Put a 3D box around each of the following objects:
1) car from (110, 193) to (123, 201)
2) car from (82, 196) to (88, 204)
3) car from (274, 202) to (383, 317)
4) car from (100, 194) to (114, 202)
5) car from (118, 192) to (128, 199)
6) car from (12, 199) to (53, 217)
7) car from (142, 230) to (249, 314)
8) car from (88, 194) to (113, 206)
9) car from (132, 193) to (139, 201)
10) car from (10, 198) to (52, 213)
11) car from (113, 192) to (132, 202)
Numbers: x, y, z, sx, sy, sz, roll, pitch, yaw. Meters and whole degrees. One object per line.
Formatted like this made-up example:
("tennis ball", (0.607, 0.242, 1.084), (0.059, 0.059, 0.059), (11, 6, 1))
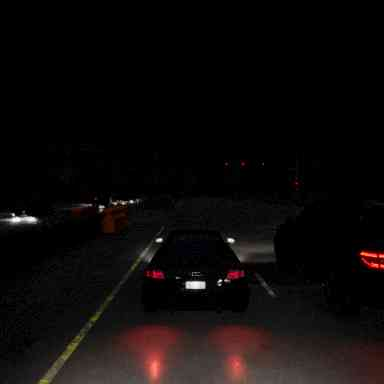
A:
("car", (-17.892, 1.077, 78.988), (2.097, 1.767, 4.553), (0, 0, 0))
("car", (-17.843, 1.358, 59.149), (2.033, 1.411, 5.357), (0, 0, 0))
("car", (3.591, 1.221, 7.627), (2.150, 2.045, 5.566), (0, 0, -2))
("car", (-17.836, 1.262, 69.868), (1.837, 1.490, 4.892), (0, 0, 0))
("car", (-18.597, 0.900, 89.635), (2.150, 2.045, 5.566), (0, 0, -7))
("car", (-14.211, 1.505, 30.029), (1.994, 1.385, 4.181), (0, 0, 0))
("car", (0.069, 1.563, 7.698), (1.994, 1.385, 4.181), (0, 0, 0))
("car", (-14.329, 1.442, 52.177), (1.895, 1.301, 4.718), (0, 0, 0))
("car", (-14.380, 1.324, 77.504), (1.895, 1.301, 4.718), (0, 0, 0))
("car", (-17.749, 1.457, 36.992), (2.033, 1.411, 5.357), (0, 0, 0))
("car", (-14.325, 0.992, 67.859), (2.150, 2.045, 5.566), (0, 0, 0))
